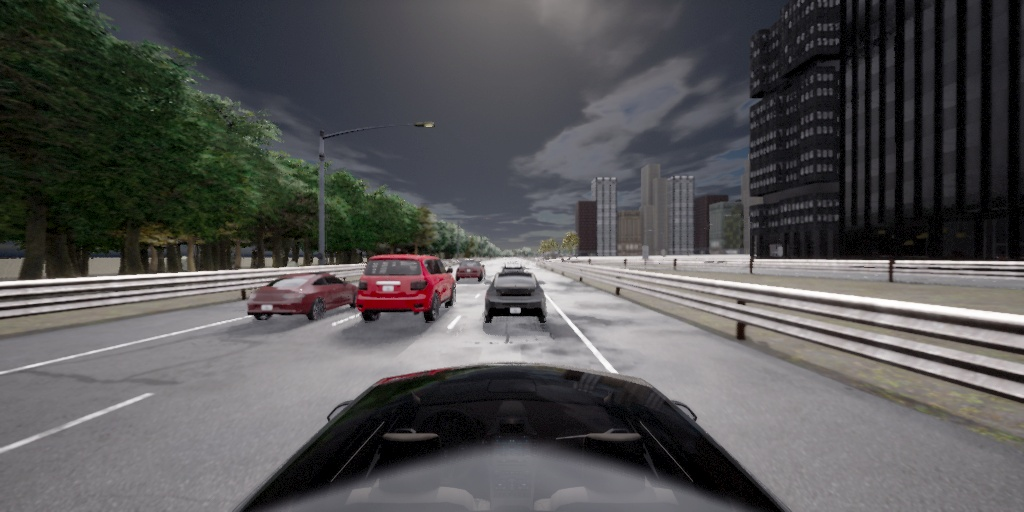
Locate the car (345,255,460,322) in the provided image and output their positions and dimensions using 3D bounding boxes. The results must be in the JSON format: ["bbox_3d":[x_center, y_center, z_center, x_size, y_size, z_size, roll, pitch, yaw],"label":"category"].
[{"bbox_3d":[-3.401,0.992,12.535,2.150,2.045,5.566,0,0,0],"label":"car"}]

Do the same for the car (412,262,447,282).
[{"bbox_3d":[-6.907,1.308,30.603,1.837,1.490,4.892,0,0,0],"label":"car"}]

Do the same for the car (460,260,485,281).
[{"bbox_3d":[-3.408,1.154,30.274,2.097,1.767,4.553,0,0,0],"label":"car"}]

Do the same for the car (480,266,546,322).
[{"bbox_3d":[0.097,1.275,12.397,1.837,1.490,4.892,0,0,0],"label":"car"}]

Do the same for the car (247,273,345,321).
[{"bbox_3d":[-6.903,1.295,12.407,1.812,1.442,4.674,0,0,0],"label":"car"}]

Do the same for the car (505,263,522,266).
[{"bbox_3d":[0.092,1.294,30.472,2.128,1.511,4.902,0,0,0],"label":"car"}]
